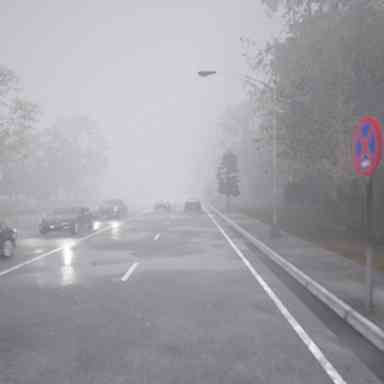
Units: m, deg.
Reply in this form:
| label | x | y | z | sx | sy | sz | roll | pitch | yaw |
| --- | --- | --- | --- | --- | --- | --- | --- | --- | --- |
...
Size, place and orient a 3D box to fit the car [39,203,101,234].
| label | x | y | z | sx | sy | sz | roll | pitch | yaw |
| --- | --- | --- | --- | --- | --- | --- | --- | --- | --- |
| car | -7.037 | 1.513 | 19.200 | 1.837 | 1.490 | 4.892 | 0 | 0 | 0 |

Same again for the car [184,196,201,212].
| label | x | y | z | sx | sy | sz | roll | pitch | yaw |
| --- | --- | --- | --- | --- | --- | --- | --- | --- | --- |
| car | 0.083 | 1.494 | 38.230 | 1.882 | 1.535 | 5.008 | 0 | 0 | 0 |

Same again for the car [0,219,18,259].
| label | x | y | z | sx | sy | sz | roll | pitch | yaw |
| --- | --- | --- | --- | --- | --- | --- | --- | --- | --- |
| car | -7.083 | 1.509 | 9.832 | 1.837 | 1.490 | 4.892 | 0 | 0 | 0 |

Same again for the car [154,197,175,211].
| label | x | y | z | sx | sy | sz | roll | pitch | yaw |
| --- | --- | --- | --- | --- | --- | --- | --- | --- | --- |
| car | -3.517 | 1.619 | 40.655 | 1.895 | 1.301 | 4.718 | 0 | 0 | 0 |

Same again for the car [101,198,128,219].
| label | x | y | z | sx | sy | sz | roll | pitch | yaw |
| --- | --- | --- | --- | --- | --- | --- | --- | --- | --- |
| car | -7.012 | 1.365 | 29.124 | 2.097 | 1.767 | 4.553 | 0 | 0 | 0 |

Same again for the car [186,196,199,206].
| label | x | y | z | sx | sy | sz | roll | pitch | yaw |
| --- | --- | --- | --- | --- | --- | --- | --- | --- | --- |
| car | 0.079 | 1.516 | 57.987 | 2.128 | 1.511 | 4.902 | 0 | 0 | 0 |
